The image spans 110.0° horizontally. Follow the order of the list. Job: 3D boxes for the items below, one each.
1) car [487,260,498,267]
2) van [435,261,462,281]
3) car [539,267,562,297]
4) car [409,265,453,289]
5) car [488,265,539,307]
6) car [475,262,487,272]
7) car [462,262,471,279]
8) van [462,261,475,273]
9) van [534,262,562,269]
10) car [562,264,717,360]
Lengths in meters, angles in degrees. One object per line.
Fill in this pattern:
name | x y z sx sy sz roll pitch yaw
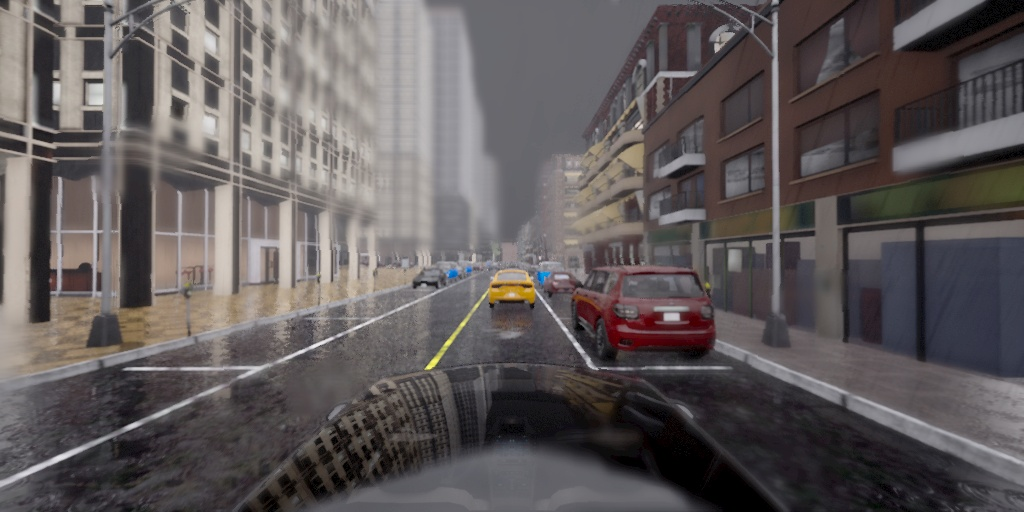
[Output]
car | -3.024 1.863 62.219 1.812 1.442 4.674 0 -1 0
van | -5.700 1.368 31.000 1.690 1.789 3.998 0 0 0
car | 2.684 1.501 19.706 1.802 1.307 4.207 0 0 0
car | -5.698 1.539 25.352 1.948 1.339 4.313 0 0 0
car | 0.001 1.365 16.323 1.882 1.535 5.008 0 0 0
car | -5.710 1.746 59.242 1.967 1.591 4.097 0 0 0
car | -5.702 1.633 36.649 2.007 1.370 4.403 0 0 0
van | -5.703 1.478 42.297 1.690 1.789 3.998 0 0 0
van | 2.683 1.314 25.355 1.690 1.789 3.998 0 0 0
car | 2.688 1.127 8.410 2.192 1.841 5.009 0 0 0
